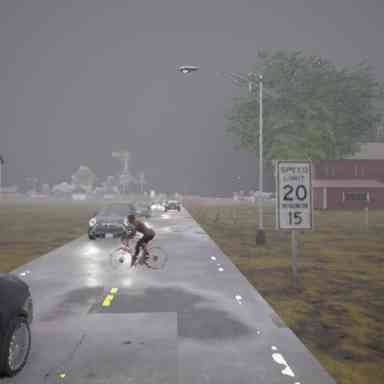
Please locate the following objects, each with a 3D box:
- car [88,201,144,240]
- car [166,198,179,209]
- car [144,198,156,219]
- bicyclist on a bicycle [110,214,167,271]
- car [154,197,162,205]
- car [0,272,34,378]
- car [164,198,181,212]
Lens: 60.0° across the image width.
[{"bbox_3d":[-3.857,1.375,17.134,2.097,1.767,4.553,0,0,-4],"label":"car"},{"bbox_3d":[-3.007,1.683,50.452,1.812,1.442,4.674,0,0,-4],"label":"car"},{"bbox_3d":[-4.602,1.545,29.425,2.128,1.511,4.902,0,0,-3],"label":"car"},{"bbox_3d":[-1.553,1.465,9.564,1.656,1.620,0.582,-2,0,-4],"label":"bicyclist on a bicycle"},{"bbox_3d":[-6.736,1.762,63.690,2.128,1.511,4.902,0,0,-3],"label":"car"},{"bbox_3d":[-2.975,1.528,2.794,1.812,1.442,4.674,0,0,-3],"label":"car"},{"bbox_3d":[-2.358,1.623,40.268,1.812,1.442,4.674,0,0,-3],"label":"car"}]
